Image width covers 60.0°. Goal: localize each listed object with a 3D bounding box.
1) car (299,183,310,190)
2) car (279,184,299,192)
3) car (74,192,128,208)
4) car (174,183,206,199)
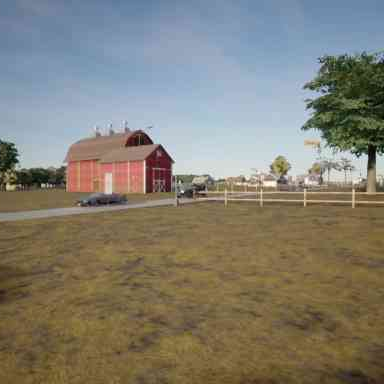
[{"bbox_3d":[24.957,-1.183,74.773,1.837,1.490,4.892,0,2,35],"label":"car"},{"bbox_3d":[18.927,-0.826,66.119,2.033,1.411,5.357,0,2,35],"label":"car"},{"bbox_3d":[-8.702,0.671,32.326,2.033,1.411,5.357,0,2,36],"label":"car"},{"bbox_3d":[-0.096,-0.191,44.417,2.150,2.045,5.566,0,2,35],"label":"car"}]
